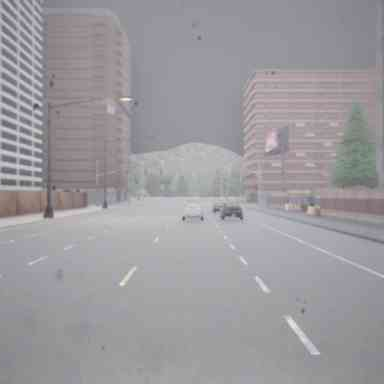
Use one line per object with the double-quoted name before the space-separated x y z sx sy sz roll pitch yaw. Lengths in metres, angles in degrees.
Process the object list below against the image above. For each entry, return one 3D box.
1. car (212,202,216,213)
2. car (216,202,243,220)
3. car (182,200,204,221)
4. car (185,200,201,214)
"car" 3.532 1.908 41.545 1.895 1.301 4.718 0 0 0
"car" 3.564 1.732 30.734 1.837 1.490 4.892 0 0 0
"car" 0.087 1.747 29.951 1.812 1.442 4.674 0 0 0
"car" 0.078 1.786 41.724 1.882 1.535 5.008 0 0 0
